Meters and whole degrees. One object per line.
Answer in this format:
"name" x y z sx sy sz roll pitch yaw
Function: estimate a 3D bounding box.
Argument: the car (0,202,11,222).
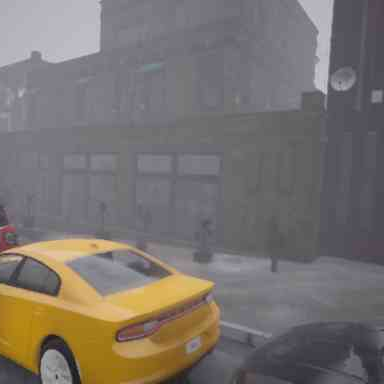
"car" -6.417 1.162 8.113 5.566 2.045 2.435 0 0 36

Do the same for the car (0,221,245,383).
"car" -1.996 1.450 4.957 5.008 1.535 2.097 0 0 36
